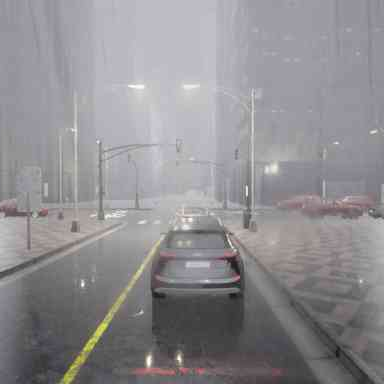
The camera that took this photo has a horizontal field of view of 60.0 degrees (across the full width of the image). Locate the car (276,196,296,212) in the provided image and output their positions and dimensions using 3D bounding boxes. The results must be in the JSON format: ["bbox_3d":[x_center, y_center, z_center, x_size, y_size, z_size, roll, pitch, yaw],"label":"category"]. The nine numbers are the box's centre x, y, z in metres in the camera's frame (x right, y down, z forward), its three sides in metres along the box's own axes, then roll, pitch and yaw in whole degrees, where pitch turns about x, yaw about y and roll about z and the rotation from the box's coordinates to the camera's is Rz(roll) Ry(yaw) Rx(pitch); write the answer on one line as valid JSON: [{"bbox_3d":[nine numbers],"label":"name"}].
[{"bbox_3d":[12.217,1.325,37.759,5.009,1.841,2.192,0,1,0],"label":"car"}]

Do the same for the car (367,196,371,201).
[{"bbox_3d":[17.861,1.354,37.760,5.009,1.841,2.192,0,1,0],"label":"car"}]

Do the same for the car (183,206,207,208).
[{"bbox_3d":[0.147,1.507,17.562,1.837,1.490,4.892,0,0,0],"label":"car"}]

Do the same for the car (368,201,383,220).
[{"bbox_3d":[17.850,1.742,29.239,4.313,1.339,1.947,0,1,0],"label":"car"}]

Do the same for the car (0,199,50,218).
[{"bbox_3d":[-14.834,1.566,29.236,4.507,1.381,1.887,0,1,0],"label":"car"}]

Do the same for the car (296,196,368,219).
[{"bbox_3d":[12.207,1.463,29.235,5.009,1.841,2.192,0,1,0],"label":"car"}]

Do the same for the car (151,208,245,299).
[{"bbox_3d":[0.133,1.428,8.475,2.033,1.649,4.856,0,0,1],"label":"car"}]

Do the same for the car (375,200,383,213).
[{"bbox_3d":[23.502,1.634,37.763,4.313,1.339,1.947,0,1,0],"label":"car"}]
